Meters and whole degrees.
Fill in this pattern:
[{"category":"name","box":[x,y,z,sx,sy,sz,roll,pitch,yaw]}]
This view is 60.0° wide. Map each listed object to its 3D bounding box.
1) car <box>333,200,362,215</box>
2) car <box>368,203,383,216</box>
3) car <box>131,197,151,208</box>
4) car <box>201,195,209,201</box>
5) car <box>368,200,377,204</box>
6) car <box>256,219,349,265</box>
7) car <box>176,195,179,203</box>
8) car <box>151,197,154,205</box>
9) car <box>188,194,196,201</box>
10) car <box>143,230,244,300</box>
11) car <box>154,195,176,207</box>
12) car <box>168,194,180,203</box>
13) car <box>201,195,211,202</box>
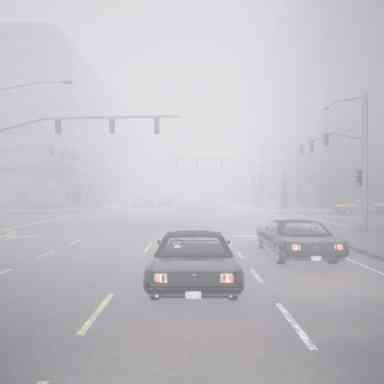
[{"category":"car","box":[17.213,1.533,34.309,5.008,1.535,1.882,0,0,0]},{"category":"car","box":[3.594,1.221,1.943,2.150,2.045,5.566,0,0,0]},{"category":"car","box":[-7.513,1.505,47.902,1.837,1.490,4.892,0,0,0]},{"category":"car","box":[3.404,1.553,87.423,1.994,1.385,4.181,0,0,1]},{"category":"car","box":[19.275,1.547,30.806,4.902,1.511,2.128,0,0,0]},{"category":"car","box":[3.550,1.601,11.695,1.895,1.301,4.718,0,0,0]},{"category":"car","box":[-3.942,1.505,60.152,1.837,1.490,4.892,0,0,1]},{"category":"car","box":[-7.464,1.546,58.969,2.033,1.411,5.357,0,0,1]},{"category":"car","box":[-0.097,1.355,87.295,2.097,1.767,4.553,0,0,1]},{"category":"car","box":[0.044,1.601,8.310,1.895,1.301,4.718,0,0,0]},{"category":"car","box":[-4.030,1.547,50.308,2.033,1.411,5.357,0,0,0]},{"category":"car","box":[-3.773,1.355,70.122,2.097,1.767,4.553,0,0,1]},{"category":"car","box":[3.303,1.595,77.448,1.895,1.301,4.718,0,0,1]}]
